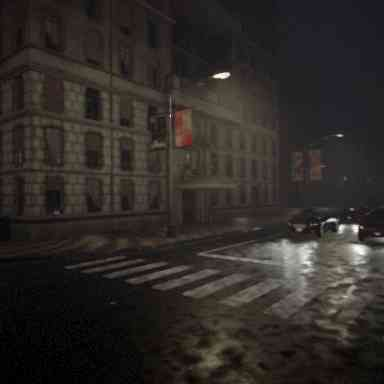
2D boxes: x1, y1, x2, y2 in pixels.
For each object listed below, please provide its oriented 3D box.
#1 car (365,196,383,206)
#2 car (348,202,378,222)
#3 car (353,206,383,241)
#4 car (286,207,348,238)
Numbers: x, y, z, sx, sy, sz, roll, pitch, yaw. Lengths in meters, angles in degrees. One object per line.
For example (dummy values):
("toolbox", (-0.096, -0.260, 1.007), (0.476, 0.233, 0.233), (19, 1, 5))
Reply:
("car", (19.746, 1.454, 34.940), (2.150, 2.045, 5.566), (-1, -1, 39))
("car", (13.193, 1.770, 26.771), (1.994, 1.385, 4.181), (-1, -1, 40))
("car", (9.837, 1.638, 16.909), (1.812, 1.442, 4.674), (-1, -1, 38))
("car", (6.983, 1.670, 18.945), (2.128, 1.511, 4.902), (-1, -1, 38))
